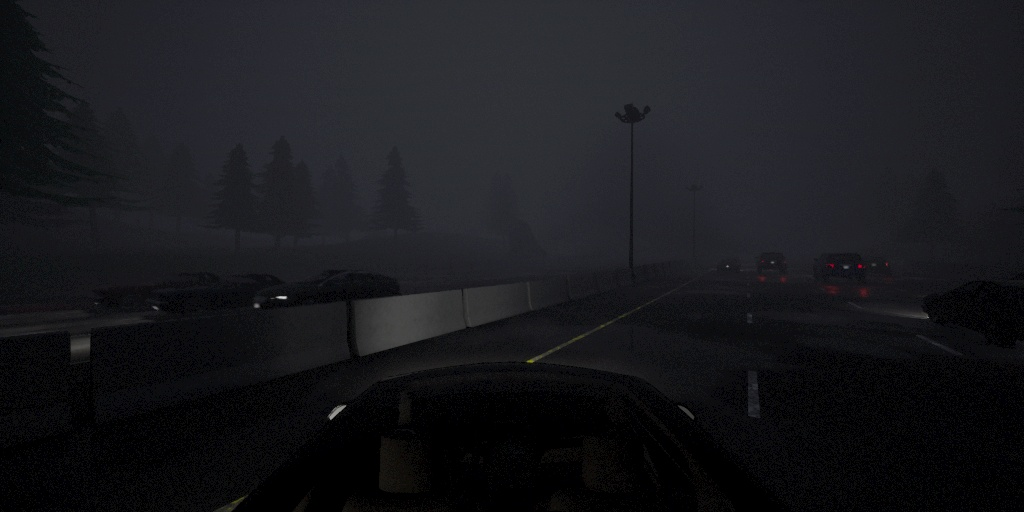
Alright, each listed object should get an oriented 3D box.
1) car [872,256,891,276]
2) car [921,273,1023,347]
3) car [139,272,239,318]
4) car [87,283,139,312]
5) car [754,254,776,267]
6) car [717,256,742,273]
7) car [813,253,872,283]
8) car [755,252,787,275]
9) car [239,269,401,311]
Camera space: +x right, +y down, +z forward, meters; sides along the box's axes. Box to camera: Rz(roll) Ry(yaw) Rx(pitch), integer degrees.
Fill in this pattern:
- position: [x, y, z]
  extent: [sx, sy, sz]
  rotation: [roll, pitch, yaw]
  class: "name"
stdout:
- position: [31.492, 0.739, 31.796]
  extent: [2.097, 1.767, 4.553]
  rotation: [0, 1, 33]
  class: "car"
- position: [12.097, 1.278, 8.563]
  extent: [2.033, 1.411, 5.357]
  rotation: [0, 0, 33]
  class: "car"
- position: [-10.151, 1.341, 13.285]
  extent: [1.895, 1.301, 4.718]
  rotation: [0, 0, 33]
  class: "car"
- position: [-13.523, 1.339, 14.525]
  extent: [1.895, 1.301, 4.718]
  rotation: [0, 0, 33]
  class: "car"
- position: [33.010, 0.584, 46.880]
  extent: [2.128, 1.511, 4.902]
  rotation: [0, 1, 33]
  class: "car"
- position: [22.282, 0.956, 36.898]
  extent: [1.994, 1.385, 4.181]
  rotation: [0, 1, 33]
  class: "car"
- position: [23.246, 0.764, 25.590]
  extent: [2.150, 2.045, 5.566]
  rotation: [0, 1, 33]
  class: "car"
- position: [24.833, 0.628, 34.402]
  extent: [2.150, 2.045, 5.566]
  rotation: [0, 1, 33]
  class: "car"
- position: [-6.296, 1.231, 12.782]
  extent: [2.128, 1.511, 4.902]
  rotation: [0, 0, 33]
  class: "car"
